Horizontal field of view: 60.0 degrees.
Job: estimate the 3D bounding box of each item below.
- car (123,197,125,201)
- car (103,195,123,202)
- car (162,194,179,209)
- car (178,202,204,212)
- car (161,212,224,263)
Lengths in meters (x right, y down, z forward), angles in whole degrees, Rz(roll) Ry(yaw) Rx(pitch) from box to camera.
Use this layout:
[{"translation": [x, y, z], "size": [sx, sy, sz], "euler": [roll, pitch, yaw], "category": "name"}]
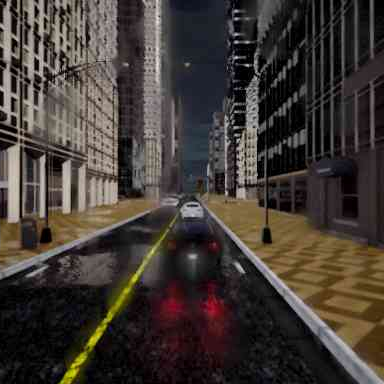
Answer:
[{"translation": [-19.195, 1.575, 84.568], "size": [4.097, 1.590, 1.967], "euler": [0, -1, -1], "category": "car"}, {"translation": [-18.886, 1.608, 75.931], "size": [4.829, 1.417, 1.752], "euler": [0, -1, -1], "category": "car"}, {"translation": [-3.090, 1.348, 48.638], "size": [2.150, 2.045, 5.566], "euler": [0, 0, 0], "category": "car"}, {"translation": [0.055, 1.601, 28.419], "size": [1.812, 1.442, 4.674], "euler": [0, 0, 0], "category": "car"}, {"translation": [0.041, 1.633, 12.071], "size": [1.895, 1.301, 4.718], "euler": [0, 0, 0], "category": "car"}]
